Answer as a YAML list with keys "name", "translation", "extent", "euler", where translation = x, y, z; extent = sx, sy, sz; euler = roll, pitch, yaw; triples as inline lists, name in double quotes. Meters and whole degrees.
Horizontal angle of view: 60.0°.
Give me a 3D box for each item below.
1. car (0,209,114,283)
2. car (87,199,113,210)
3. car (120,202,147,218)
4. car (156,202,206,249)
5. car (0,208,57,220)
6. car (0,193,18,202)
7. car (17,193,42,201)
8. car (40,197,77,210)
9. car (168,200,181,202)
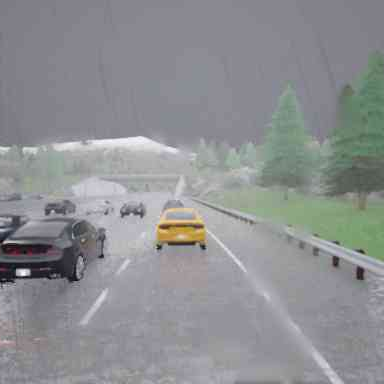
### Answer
- name: "car"
  translation: [-3.747, 1.477, 9.588]
  extent: [1.837, 1.490, 4.892]
  euler: [0, 0, -3]
- name: "car"
  translation: [-8.740, 1.428, 31.820]
  extent: [1.812, 1.442, 4.674]
  euler: [0, 0, -4]
- name: "car"
  translation: [-5.013, 1.506, 29.004]
  extent: [1.895, 1.301, 4.718]
  euler: [0, 0, -4]
- name: "car"
  translation: [-0.508, 1.427, 14.323]
  extent: [1.882, 1.535, 5.008]
  euler: [0, 0, -3]
- name: "car"
  translation: [-7.460, 1.566, 13.651]
  extent: [1.895, 1.301, 4.718]
  euler: [0, 0, -4]
- name: "car"
  translation: [-27.714, 1.200, 50.465]
  extent: [2.150, 2.045, 5.566]
  euler: [0, 0, -4]
- name: "car"
  translation: [-24.227, 1.283, 50.777]
  extent: [2.097, 1.767, 4.553]
  euler: [0, 0, -4]
- name: "car"
  translation: [-12.184, 1.417, 31.106]
  extent: [1.837, 1.490, 4.892]
  euler: [0, 0, -4]
- name: "car"
  translation: [-1.639, 1.456, 30.850]
  extent: [1.994, 1.385, 4.181]
  euler: [0, 0, -4]
